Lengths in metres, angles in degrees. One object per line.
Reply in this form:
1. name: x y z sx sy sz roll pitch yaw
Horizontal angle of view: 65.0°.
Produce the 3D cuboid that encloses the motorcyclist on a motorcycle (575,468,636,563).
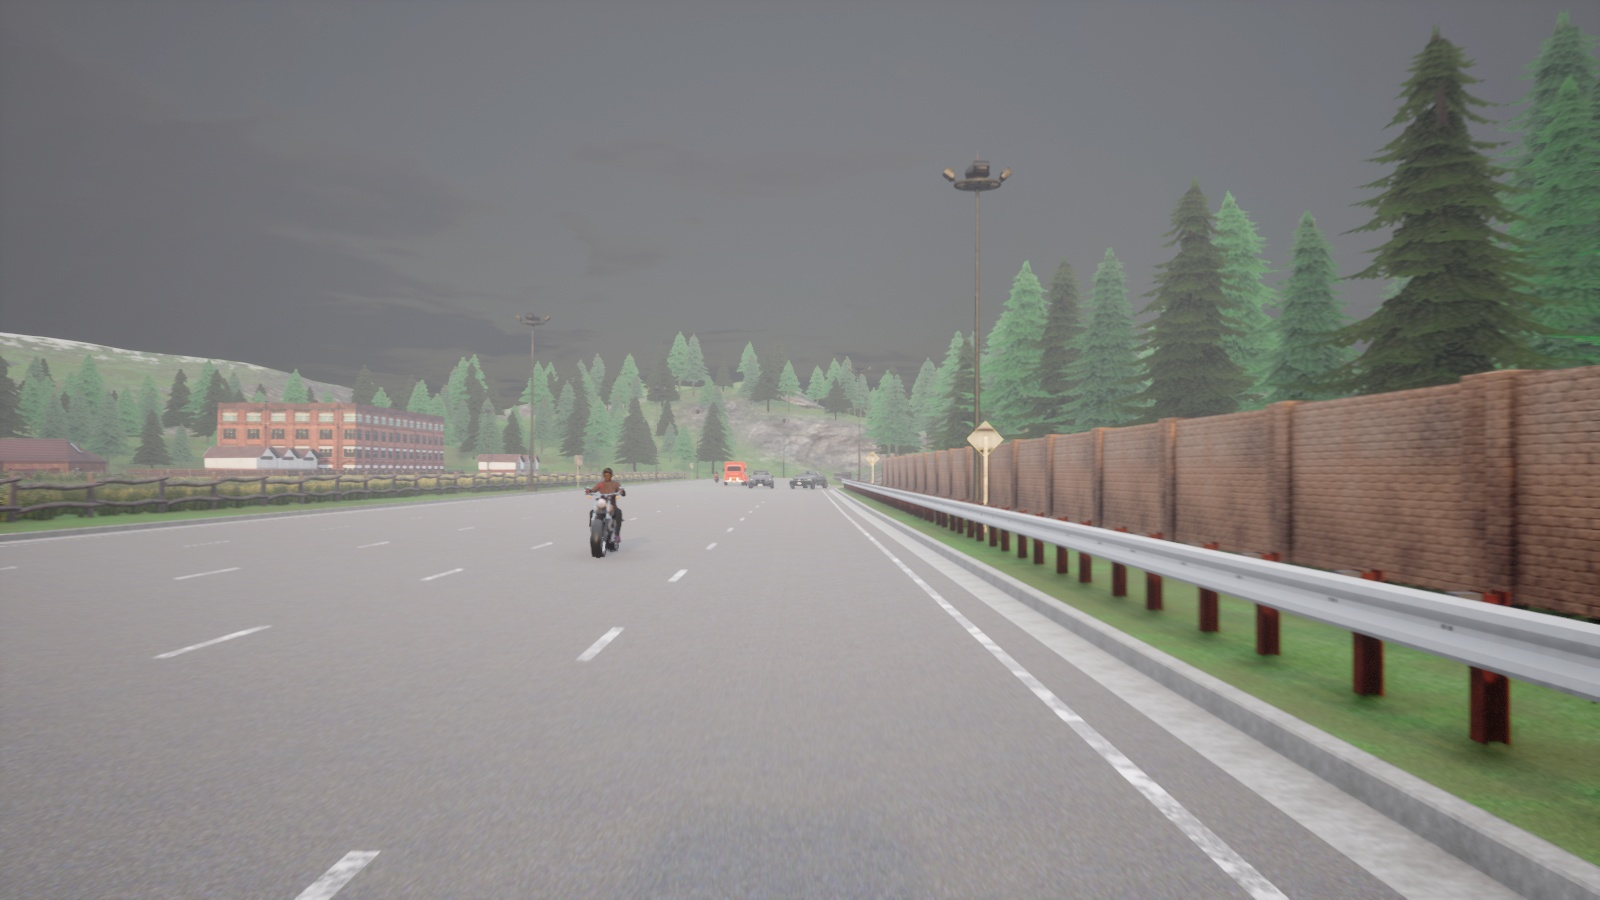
1. motorcyclist on a motorcycle: -3.556 1.165 23.152 0.766 1.649 2.350 0 -1 0
